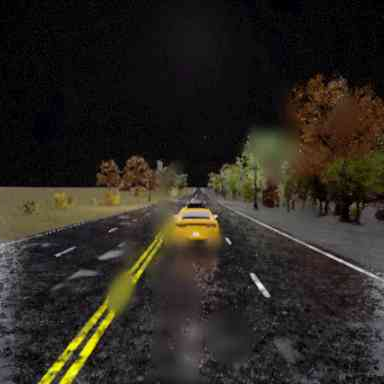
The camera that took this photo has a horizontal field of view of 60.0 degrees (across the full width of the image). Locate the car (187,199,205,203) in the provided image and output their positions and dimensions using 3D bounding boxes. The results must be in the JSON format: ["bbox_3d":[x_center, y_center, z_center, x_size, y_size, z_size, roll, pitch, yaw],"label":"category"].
[{"bbox_3d":[0.464,1.558,36.969,2.128,1.511,4.902,0,0,1],"label":"car"}]

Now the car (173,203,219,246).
[{"bbox_3d":[0.176,1.511,15.506,1.882,1.535,5.008,0,0,0],"label":"car"}]
